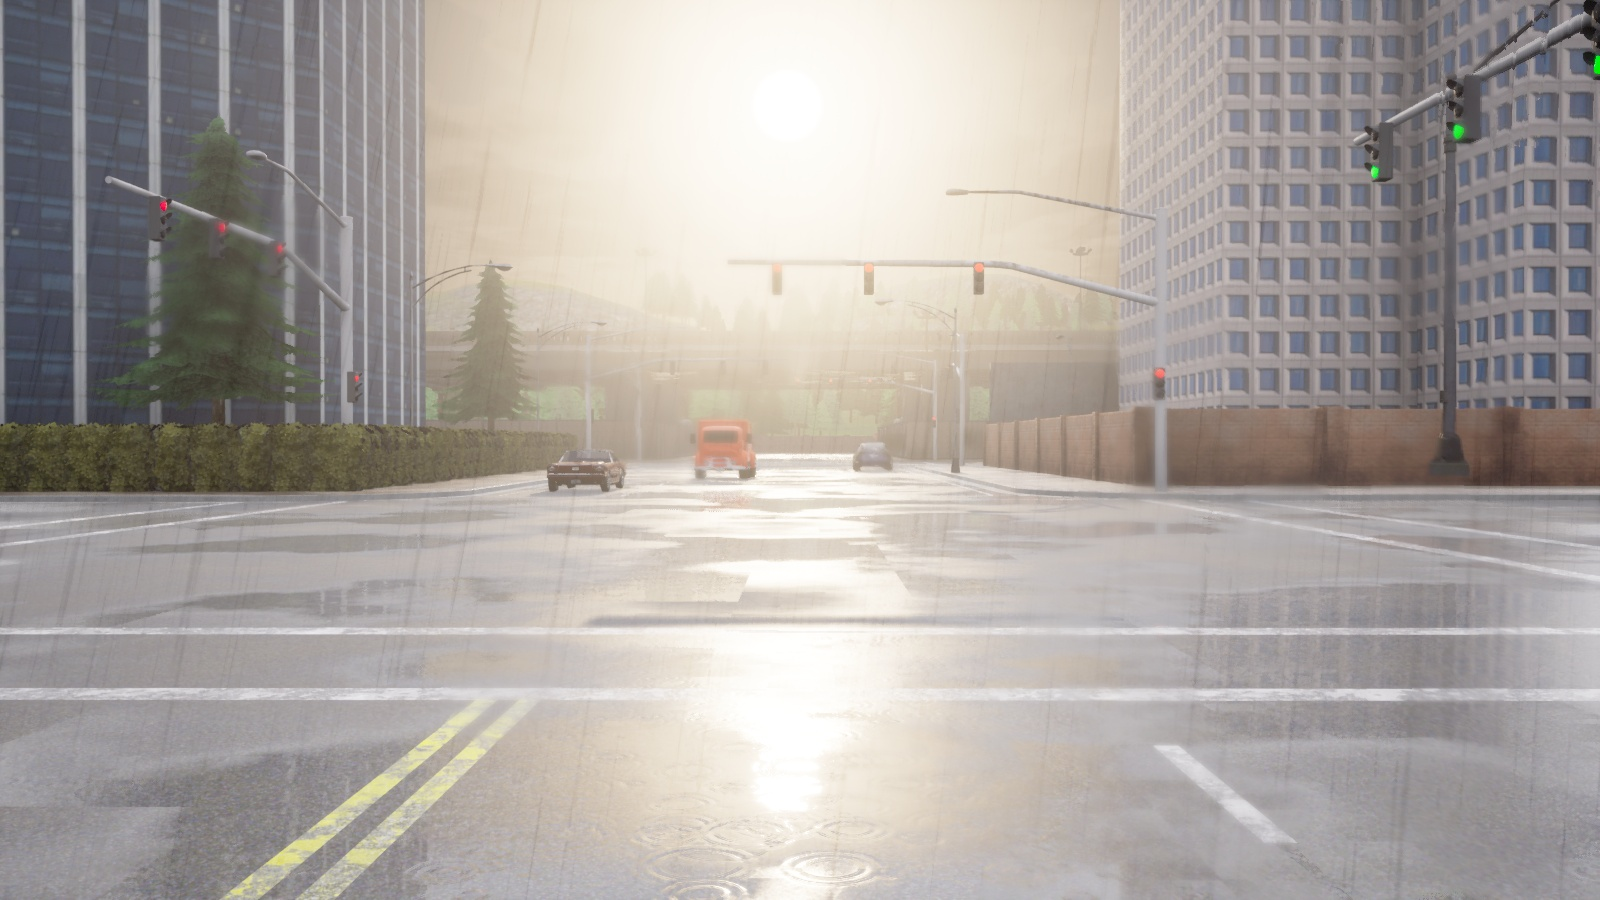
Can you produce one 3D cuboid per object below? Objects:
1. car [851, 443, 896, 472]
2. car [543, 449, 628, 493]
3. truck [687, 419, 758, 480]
[{"bbox_3d":[3.876,0.370,67.134,2.163,1.488,4.792,0,0,0],"label":"car"},{"bbox_3d":[-6.769,0.615,40.157,1.895,1.301,4.718,0,0,0],"label":"car"},{"bbox_3d":[-3.199,-0.042,52.999,2.627,2.467,5.204,0,0,0],"label":"truck"}]
